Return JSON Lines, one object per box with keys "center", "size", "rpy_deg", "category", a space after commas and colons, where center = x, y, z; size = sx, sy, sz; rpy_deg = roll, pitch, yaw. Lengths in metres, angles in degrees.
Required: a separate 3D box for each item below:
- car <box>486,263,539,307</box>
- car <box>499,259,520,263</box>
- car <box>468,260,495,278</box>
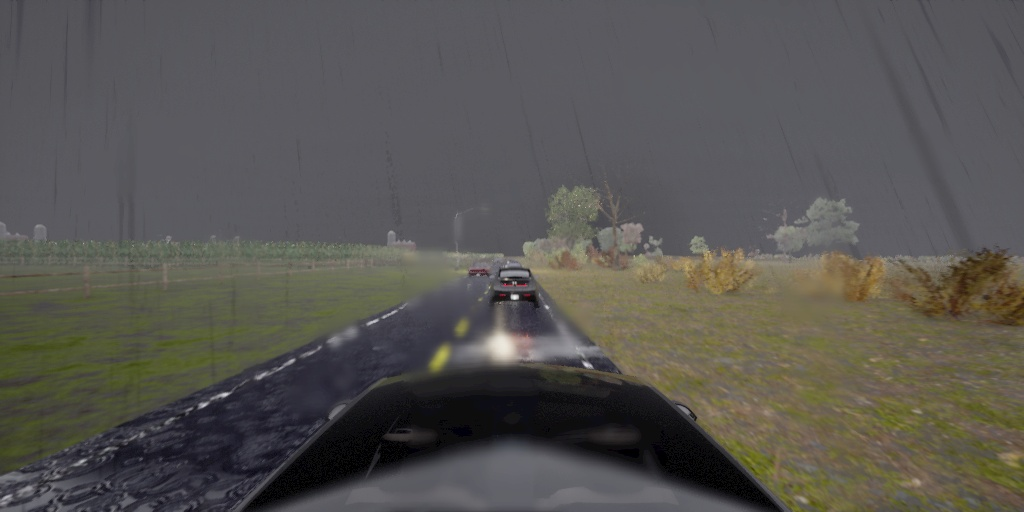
{"center": [0.100, 1.212, 15.130], "size": [1.837, 1.490, 4.892], "rpy_deg": [0, 0, 0], "category": "car"}
{"center": [0.102, 1.201, 32.968], "size": [2.033, 1.411, 5.357], "rpy_deg": [0, 0, 0], "category": "car"}
{"center": [-2.847, 1.255, 32.404], "size": [1.895, 1.301, 4.718], "rpy_deg": [0, 0, 0], "category": "car"}
